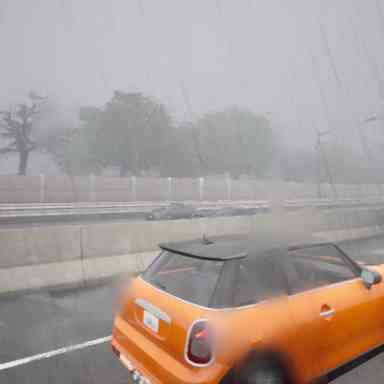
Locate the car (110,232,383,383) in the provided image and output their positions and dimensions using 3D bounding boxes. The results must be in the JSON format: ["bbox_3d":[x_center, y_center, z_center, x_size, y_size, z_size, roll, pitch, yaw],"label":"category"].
[{"bbox_3d":[1.303,1.353,4.672,4.553,1.767,2.097,0,0,-35],"label":"car"}]

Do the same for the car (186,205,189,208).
[{"bbox_3d":[2.241,1.603,22.752,4.718,1.301,1.895,0,0,-35],"label":"car"}]

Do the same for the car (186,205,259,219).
[{"bbox_3d":[2.112,1.566,18.370,4.181,1.385,1.994,0,0,-35],"label":"car"}]

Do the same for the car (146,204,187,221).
[{"bbox_3d":[-1.274,1.565,24.549,4.181,1.385,1.994,0,0,-35],"label":"car"}]
